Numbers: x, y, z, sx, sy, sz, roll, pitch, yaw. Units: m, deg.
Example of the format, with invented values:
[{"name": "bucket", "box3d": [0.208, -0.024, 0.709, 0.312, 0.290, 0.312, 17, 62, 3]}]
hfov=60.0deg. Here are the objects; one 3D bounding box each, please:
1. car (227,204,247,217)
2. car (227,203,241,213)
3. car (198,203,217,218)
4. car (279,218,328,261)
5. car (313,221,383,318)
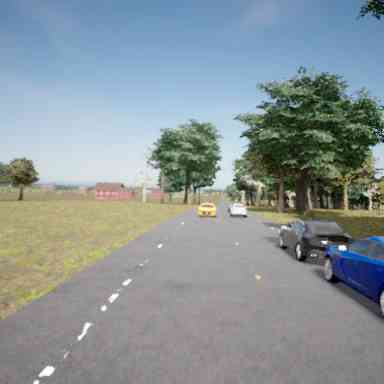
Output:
[{"name": "car", "box3d": [5.484, 2.180, 39.433, 1.812, 1.442, 4.674, 2, -1, 5]}, {"name": "car", "box3d": [6.318, 2.408, 50.433, 1.895, 1.301, 4.718, 2, -1, 6]}, {"name": "car", "box3d": [1.713, 1.959, 36.700, 1.882, 1.535, 5.008, 2, -1, 4]}, {"name": "car", "box3d": [4.874, 1.842, 13.556, 1.837, 1.490, 4.892, 2, -1, 2]}, {"name": "car", "box3d": [4.643, 1.737, 7.584, 1.882, 1.535, 5.008, 2, -1, 2]}]
